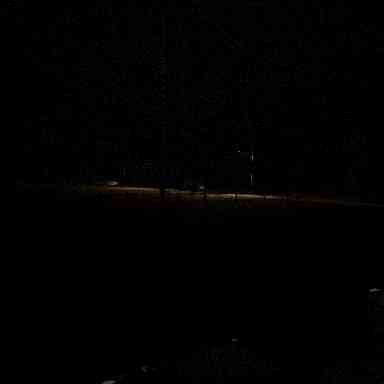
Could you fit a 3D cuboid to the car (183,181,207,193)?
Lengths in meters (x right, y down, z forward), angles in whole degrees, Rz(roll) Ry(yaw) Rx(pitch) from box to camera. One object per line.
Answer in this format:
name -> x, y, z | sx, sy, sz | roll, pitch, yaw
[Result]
car -> 0.462, -0.989, 63.546 | 2.150, 2.045, 5.566 | 1, 2, -36
